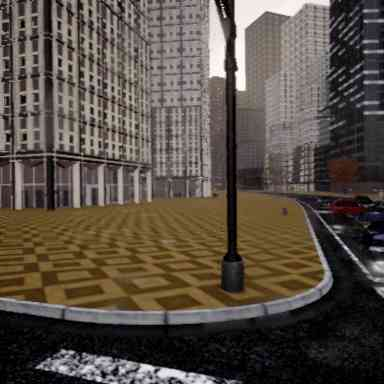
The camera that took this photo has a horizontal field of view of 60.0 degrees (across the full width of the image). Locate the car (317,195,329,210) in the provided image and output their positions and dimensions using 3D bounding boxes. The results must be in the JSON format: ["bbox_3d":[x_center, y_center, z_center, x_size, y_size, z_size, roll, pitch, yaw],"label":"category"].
[{"bbox_3d":[14.707,1.155,36.235,1.837,1.490,4.892,0,1,17],"label":"car"}]

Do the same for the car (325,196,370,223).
[{"bbox_3d":[10.792,1.262,23.423,1.882,1.535,5.008,0,0,17],"label":"car"}]

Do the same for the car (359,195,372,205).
[{"bbox_3d":[17.584,1.145,34.531,1.837,1.490,4.892,0,0,17],"label":"car"}]

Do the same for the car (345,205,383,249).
[{"bbox_3d":[7.701,1.450,13.444,1.994,1.385,4.181,0,0,17],"label":"car"}]

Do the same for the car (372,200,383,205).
[{"bbox_3d":[13.905,1.270,22.486,1.837,1.490,4.892,0,0,17],"label":"car"}]
